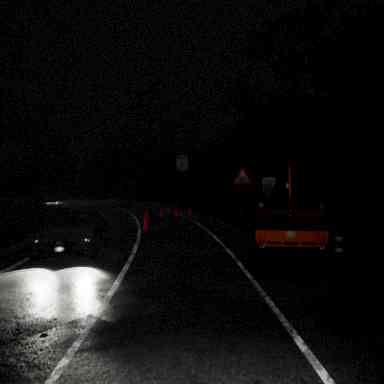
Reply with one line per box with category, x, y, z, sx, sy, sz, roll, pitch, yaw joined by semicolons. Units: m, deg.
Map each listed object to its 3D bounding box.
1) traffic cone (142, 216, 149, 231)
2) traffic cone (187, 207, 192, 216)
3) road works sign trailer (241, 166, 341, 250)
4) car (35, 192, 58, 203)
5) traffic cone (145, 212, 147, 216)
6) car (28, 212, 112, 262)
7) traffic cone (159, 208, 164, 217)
traffic cone;-2.316;1.613;16.455;0.340;0.580;0.340;-1;2;-7
traffic cone;-0.152;1.353;22.839;0.340;0.580;0.340;-1;2;-2
road works sign trailer;2.902;0.614;9.861;2.380;2.880;3.560;-1;2;17
car;-21.708;0.745;49.585;4.902;1.511;2.128;-1;4;45
traffic cone;-2.565;1.552;18.437;0.340;0.580;0.340;-1;2;-7
car;-3.973;1.389;11.477;1.994;1.385;4.181;-1;2;-6
traffic cone;-2.075;1.404;22.519;0.340;0.580;0.340;-1;2;-6
